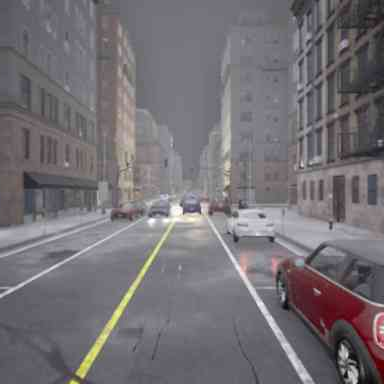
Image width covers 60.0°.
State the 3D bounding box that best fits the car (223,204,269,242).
[{"bbox_3d":[2.749,1.530,16.220,1.812,1.442,4.674,0,0,0],"label":"car"}]

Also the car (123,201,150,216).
[{"bbox_3d":[-5.390,1.571,32.704,1.947,1.339,4.313,0,0,0],"label":"car"}]

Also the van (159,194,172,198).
[{"bbox_3d":[-5.411,1.344,64.668,1.690,1.788,3.998,0,0,0],"label":"van"}]

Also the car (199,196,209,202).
[{"bbox_3d":[2.696,1.552,75.482,2.008,1.369,4.403,0,0,0],"label":"car"}]

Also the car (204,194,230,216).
[{"bbox_3d":[2.635,1.320,32.705,2.192,1.841,5.009,0,0,0],"label":"car"}]

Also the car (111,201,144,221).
[{"bbox_3d":[-5.389,1.550,27.193,1.887,1.381,4.507,0,0,0],"label":"car"}]

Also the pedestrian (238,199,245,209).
[{"bbox_3d":[2.749,1.298,19.056,0.375,1.860,0.375,0,0,-14],"label":"pedestrian"}]

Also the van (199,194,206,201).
[{"bbox_3d":[2.685,1.341,86.294,1.690,1.788,3.998,0,0,0],"label":"van"}]

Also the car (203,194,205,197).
[{"bbox_3d":[2.701,1.317,70.076,2.192,1.841,5.009,0,0,0],"label":"car"}]

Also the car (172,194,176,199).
[{"bbox_3d":[-5.409,1.567,75.480,1.947,1.339,4.313,0,0,0],"label":"car"}]

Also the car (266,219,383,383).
[{"bbox_3d":[2.637,1.441,5.149,1.967,1.590,4.097,0,0,0],"label":"car"}]

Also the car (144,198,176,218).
[{"bbox_3d":[-2.814,1.553,30.273,2.033,1.411,5.357,0,0,0],"label":"car"}]

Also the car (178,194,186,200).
[{"bbox_3d":[-2.755,1.340,93.050,2.097,1.767,4.553,0,0,0],"label":"car"}]

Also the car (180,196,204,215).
[{"bbox_3d":[-0.006,1.483,33.854,1.882,1.535,5.008,0,0,0],"label":"car"}]

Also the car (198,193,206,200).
[{"bbox_3d":[2.680,1.314,91.701,2.192,1.841,5.009,0,0,0],"label":"car"}]

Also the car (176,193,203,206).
[{"bbox_3d":[-0.289,1.353,51.079,2.097,1.767,4.553,0,0,18],"label":"car"}]

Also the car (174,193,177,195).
[{"bbox_3d":[-5.408,1.545,80.886,1.887,1.381,4.507,0,0,0],"label":"car"}]
